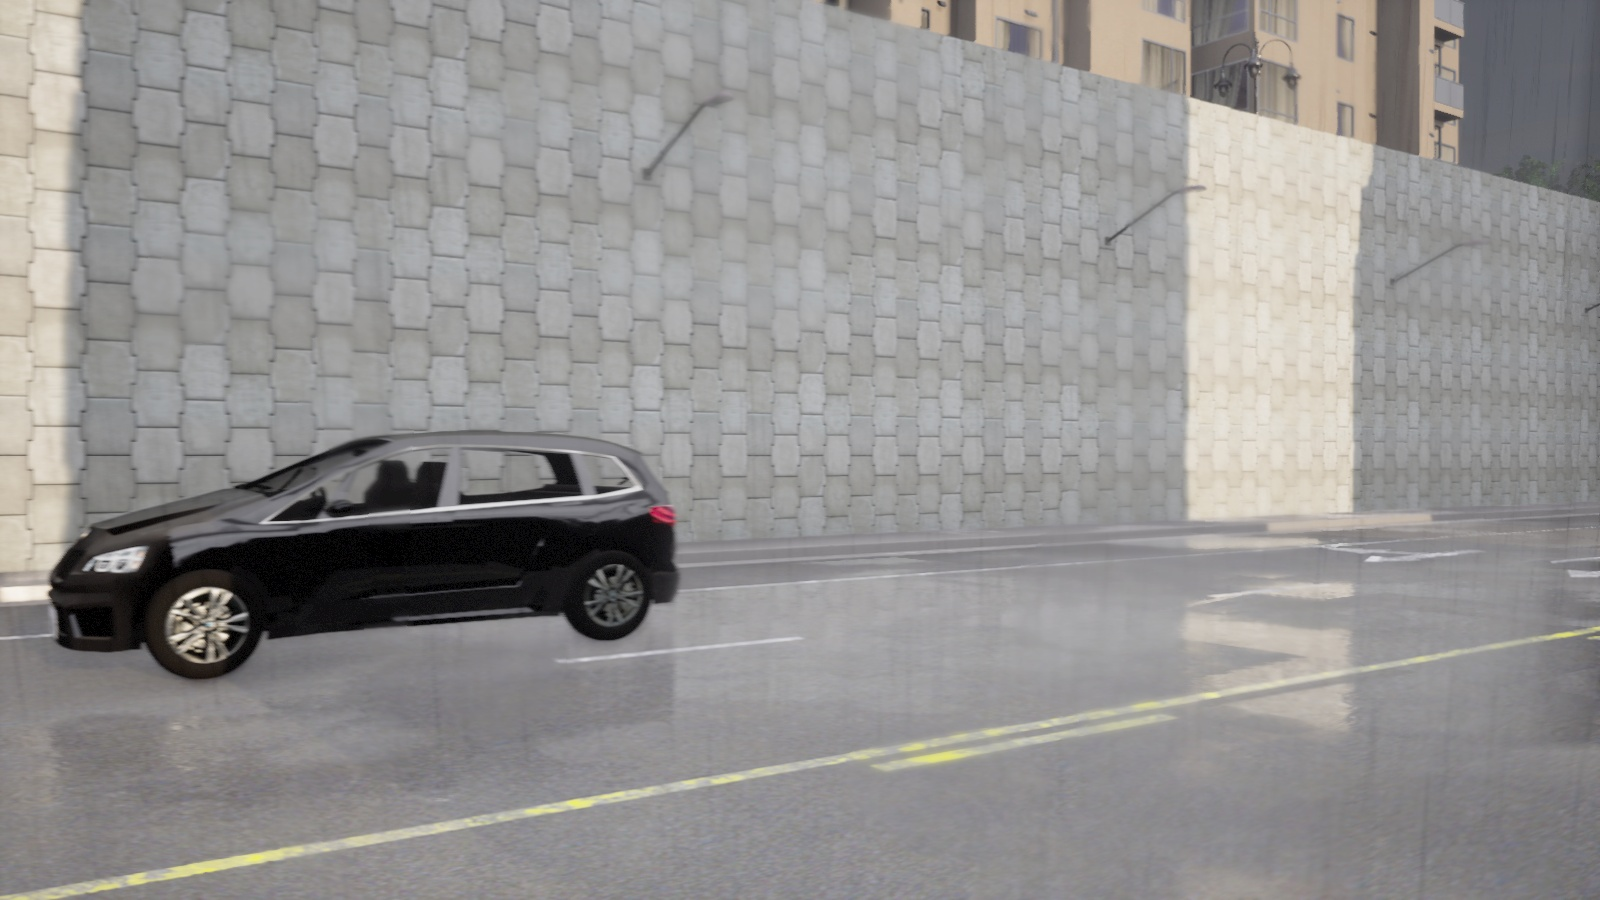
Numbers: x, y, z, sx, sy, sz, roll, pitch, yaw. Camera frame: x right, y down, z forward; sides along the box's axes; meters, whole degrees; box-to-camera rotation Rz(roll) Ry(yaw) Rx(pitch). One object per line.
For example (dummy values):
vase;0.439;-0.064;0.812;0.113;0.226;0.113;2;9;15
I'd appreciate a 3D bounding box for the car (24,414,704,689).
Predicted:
car;-3.320;0.620;9.879;4.611;1.667;2.242;0;0;-35
